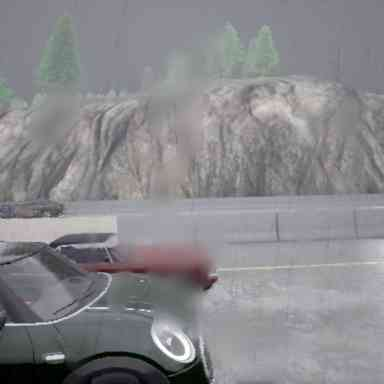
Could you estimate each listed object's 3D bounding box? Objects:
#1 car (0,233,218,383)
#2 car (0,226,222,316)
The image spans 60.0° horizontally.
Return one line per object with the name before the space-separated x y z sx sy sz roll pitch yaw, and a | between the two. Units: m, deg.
car | -2.087 1.357 3.595 4.553 1.767 2.097 -1 1 -4
car | -1.855 1.558 7.093 4.718 1.301 1.895 -1 1 -4
